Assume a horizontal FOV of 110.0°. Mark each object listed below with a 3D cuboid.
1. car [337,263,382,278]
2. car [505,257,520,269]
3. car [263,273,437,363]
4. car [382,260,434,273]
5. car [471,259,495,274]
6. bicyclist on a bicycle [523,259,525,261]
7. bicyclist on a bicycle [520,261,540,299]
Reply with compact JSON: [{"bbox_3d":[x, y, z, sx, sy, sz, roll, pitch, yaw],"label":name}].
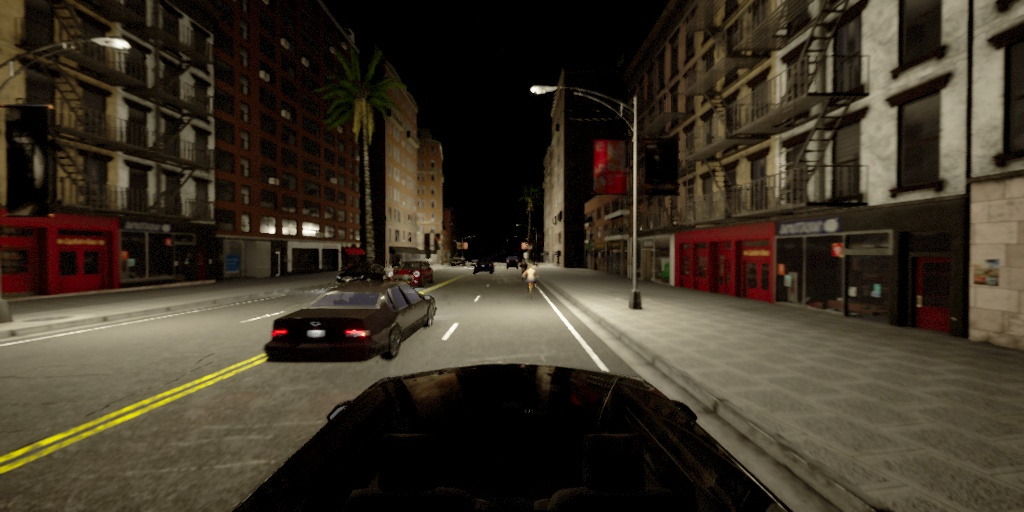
[{"bbox_3d":[-9.841,1.243,23.855,1.837,1.490,4.892,0,0,0],"label":"car"},{"bbox_3d":[0.060,1.290,55.468,1.837,1.490,4.892,0,0,1],"label":"car"},{"bbox_3d":[-3.149,1.292,8.272,2.033,1.411,5.357,0,0,0],"label":"car"},{"bbox_3d":[-6.592,1.091,23.729,2.097,1.767,4.553,0,0,0],"label":"car"},{"bbox_3d":[-3.142,1.108,41.350,2.097,1.767,4.553,0,0,0],"label":"car"},{"bbox_3d":[0.899,1.110,27.465,0.659,1.776,1.843,0,0,0],"label":"bicyclist on a bicycle"},{"bbox_3d":[0.880,1.176,16.825,0.866,1.612,1.509,0,0,0],"label":"bicyclist on a bicycle"}]
